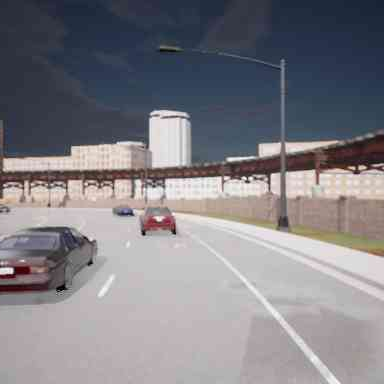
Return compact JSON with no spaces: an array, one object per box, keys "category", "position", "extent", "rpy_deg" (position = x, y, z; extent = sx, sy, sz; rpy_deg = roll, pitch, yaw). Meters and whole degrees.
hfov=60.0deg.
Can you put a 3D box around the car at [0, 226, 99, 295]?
[{"category":"car","position":[-3.925,1.650,9.085],"extent":[2.033,1.411,5.357],"rpy_deg":[0,-1,-5]}]

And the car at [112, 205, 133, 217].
[{"category":"car","position":[-8.624,2.264,41.155],"extent":[1.994,1.385,4.181],"rpy_deg":[0,-1,-24]}]

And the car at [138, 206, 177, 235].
[{"category":"car","position":[-2.303,1.658,21.272],"extent":[2.097,1.767,4.553],"rpy_deg":[0,-1,-11]}]

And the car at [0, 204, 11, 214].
[{"category":"car","position":[-30.854,2.746,53.492],"extent":[4.902,1.511,2.128],"rpy_deg":[-2,-1,42]}]
